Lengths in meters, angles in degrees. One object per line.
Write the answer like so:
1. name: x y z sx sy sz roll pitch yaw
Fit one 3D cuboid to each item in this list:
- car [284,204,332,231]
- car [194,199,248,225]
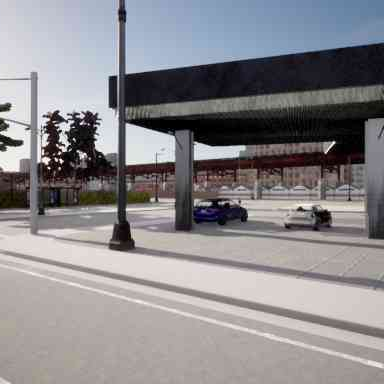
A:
1. car: 7.136 1.456 20.192 1.970 1.475 3.806 0 0 37
2. car: 2.057 1.295 22.982 2.242 1.667 4.611 0 0 37
